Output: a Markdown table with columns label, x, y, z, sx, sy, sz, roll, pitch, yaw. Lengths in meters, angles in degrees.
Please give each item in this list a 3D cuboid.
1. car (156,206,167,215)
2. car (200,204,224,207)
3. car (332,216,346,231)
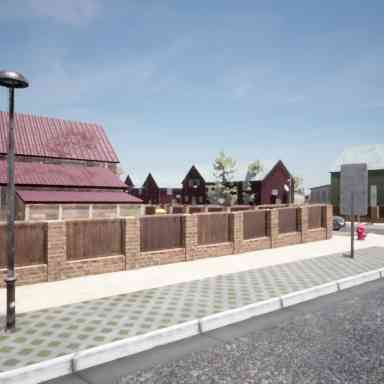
| label | x | y | z | sx | sy | sz | roll | pitch | yaw |
| --- | --- | --- | --- | --- | --- | --- | --- | --- | --- |
| car | -4.697 | 2.401 | 40.157 | 1.882 | 1.535 | 5.008 | 1 | -2 | -35 |
| car | 2.215 | 1.947 | 30.578 | 2.097 | 1.767 | 4.553 | 1 | -2 | -36 |
| car | 7.932 | 1.827 | 22.620 | 1.837 | 1.490 | 4.892 | 1 | -2 | -35 |
